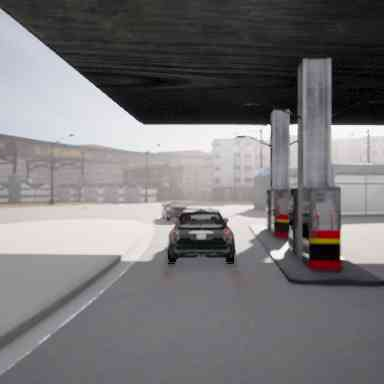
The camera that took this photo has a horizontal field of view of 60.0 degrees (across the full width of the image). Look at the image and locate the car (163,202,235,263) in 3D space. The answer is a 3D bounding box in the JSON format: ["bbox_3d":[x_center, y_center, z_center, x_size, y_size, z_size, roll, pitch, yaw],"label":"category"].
[{"bbox_3d":[0.290,1.352,12.056,2.097,1.767,4.553,0,0,0],"label":"car"}]

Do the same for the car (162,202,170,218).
[{"bbox_3d":[-1.339,1.529,26.829,1.812,1.442,4.674,0,0,-12],"label":"car"}]
